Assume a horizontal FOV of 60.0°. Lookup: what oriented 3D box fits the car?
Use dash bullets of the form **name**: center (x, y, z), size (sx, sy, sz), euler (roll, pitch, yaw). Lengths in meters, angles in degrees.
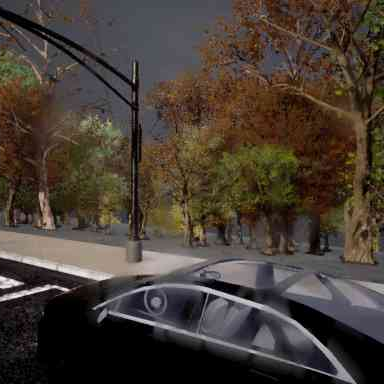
- **car**: center (0.259, 1.491, 3.489), size (4.902, 1.511, 2.128), euler (0, 0, 37)
